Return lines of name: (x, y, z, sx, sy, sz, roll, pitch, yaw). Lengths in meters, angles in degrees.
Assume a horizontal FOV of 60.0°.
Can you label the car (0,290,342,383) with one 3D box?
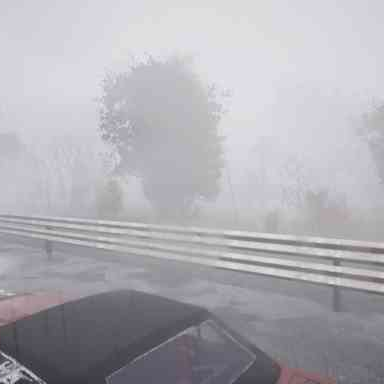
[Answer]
car: (-0.957, 1.601, 2.825, 4.718, 1.301, 1.895, 0, 0, 37)
